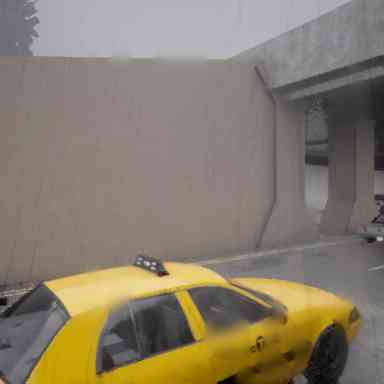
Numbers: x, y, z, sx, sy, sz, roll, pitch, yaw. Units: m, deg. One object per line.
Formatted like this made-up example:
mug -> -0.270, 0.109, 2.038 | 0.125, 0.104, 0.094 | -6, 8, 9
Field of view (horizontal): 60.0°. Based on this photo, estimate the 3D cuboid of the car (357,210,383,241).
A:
car -> 9.437, 1.601, 14.752 | 4.718, 1.301, 1.895 | 0, 0, -35

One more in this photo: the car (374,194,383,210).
car -> 19.816, 1.227, 35.081 | 5.566, 2.045, 2.150 | 0, 0, -35

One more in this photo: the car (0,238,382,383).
car -> -0.198, 1.456, 3.600 | 5.366, 1.575, 1.801 | 0, 0, -35
